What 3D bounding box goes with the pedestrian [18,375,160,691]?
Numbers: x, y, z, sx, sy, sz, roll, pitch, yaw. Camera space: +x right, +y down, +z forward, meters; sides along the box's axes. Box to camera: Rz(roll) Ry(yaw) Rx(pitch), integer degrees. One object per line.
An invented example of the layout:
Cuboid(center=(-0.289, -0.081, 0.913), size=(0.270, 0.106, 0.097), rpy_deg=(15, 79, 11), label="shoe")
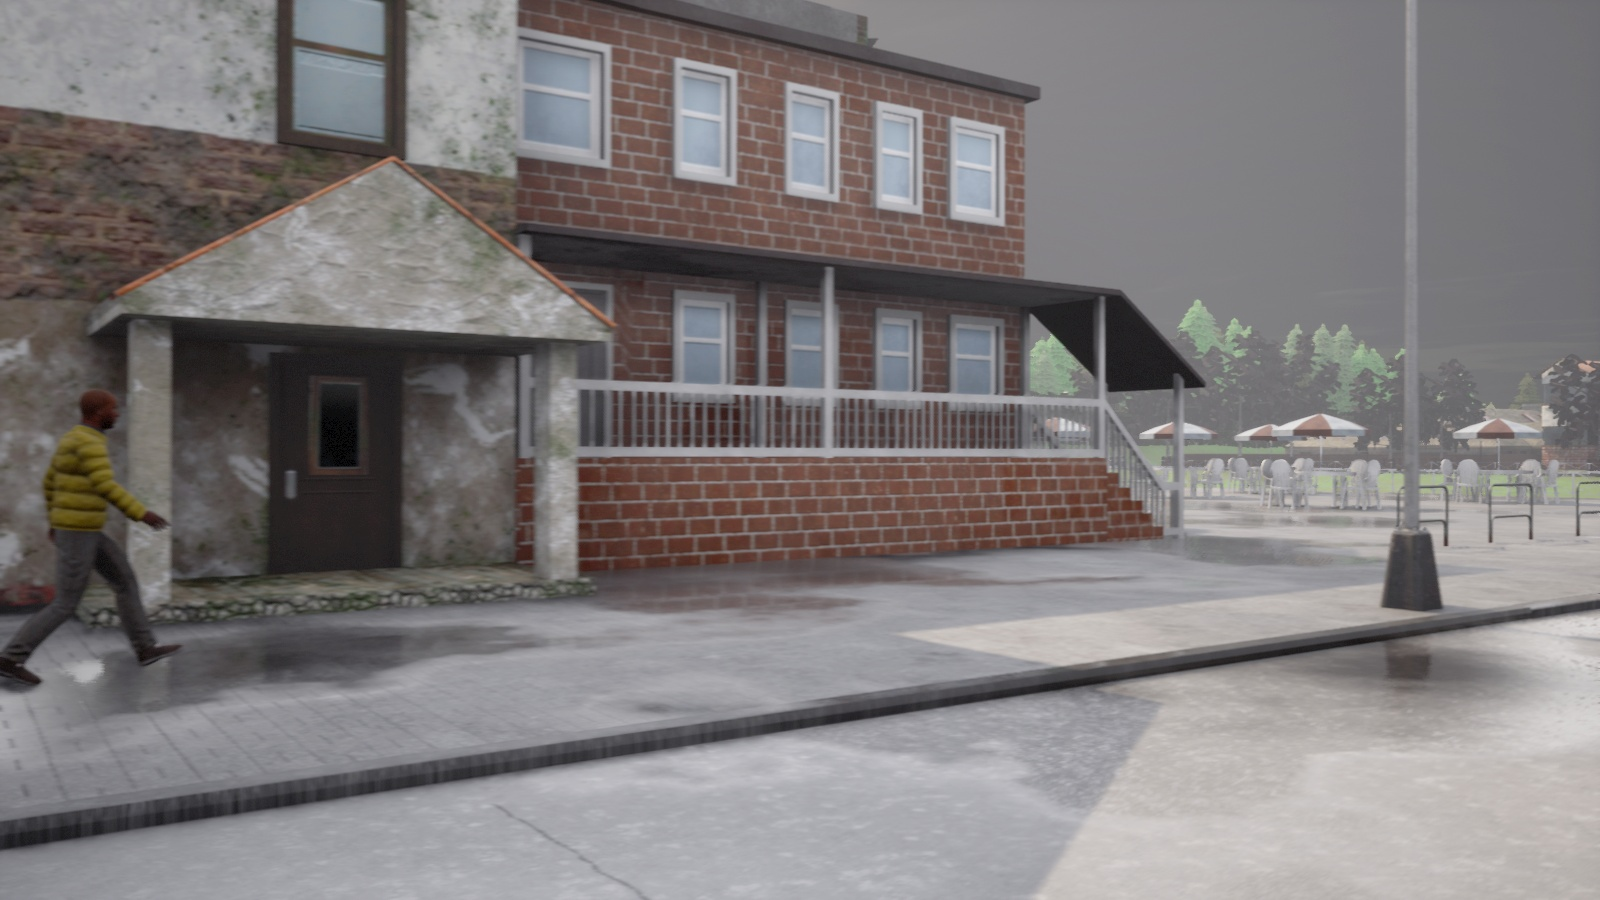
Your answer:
Cuboid(center=(-4.329, 0.483, 7.651), size=(0.726, 1.835, 0.370), rpy_deg=(0, 0, -34), label="pedestrian")
